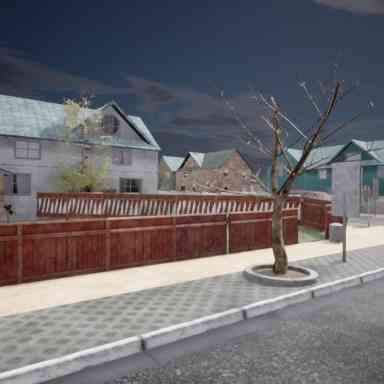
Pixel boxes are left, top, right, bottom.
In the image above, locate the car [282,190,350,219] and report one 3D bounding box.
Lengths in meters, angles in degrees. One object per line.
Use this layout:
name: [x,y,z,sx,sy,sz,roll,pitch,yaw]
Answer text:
car: [8.726,0.915,23.908,2.150,2.045,5.566,1,1,-36]
